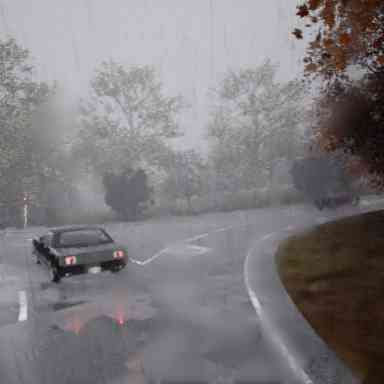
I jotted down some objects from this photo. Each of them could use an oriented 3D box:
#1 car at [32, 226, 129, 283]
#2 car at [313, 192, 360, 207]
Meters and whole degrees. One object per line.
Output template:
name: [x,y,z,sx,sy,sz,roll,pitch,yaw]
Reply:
car: [-3.671,1.730,10.318,1.895,1.301,4.718,-1,0,-33]
car: [14.141,0.728,32.641,4.718,1.301,1.895,-5,1,-26]
